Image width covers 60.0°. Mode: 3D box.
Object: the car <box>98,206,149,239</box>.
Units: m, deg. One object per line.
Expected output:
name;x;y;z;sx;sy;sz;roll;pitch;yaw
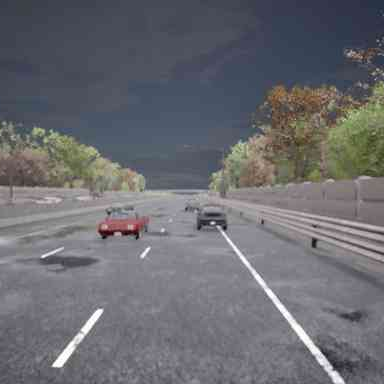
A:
car;-3.402;1.651;17.518;1.895;1.301;4.718;0;0;0

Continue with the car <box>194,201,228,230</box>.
car;1.220;1.571;21.657;1.837;1.490;4.892;0;0;0

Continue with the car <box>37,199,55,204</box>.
car;-24.536;1.804;56.803;1.895;1.301;4.718;0;0;1

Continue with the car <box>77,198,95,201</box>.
car;-17.552;1.729;56.724;1.812;1.442;4.674;0;0;1

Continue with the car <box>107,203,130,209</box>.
car;-6.905;1.709;32.556;1.895;1.301;4.718;0;0;0

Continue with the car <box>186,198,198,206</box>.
car;-0.013;1.786;60.920;1.994;1.385;4.181;0;0;0

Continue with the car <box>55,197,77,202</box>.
car;-21.049;1.696;56.984;2.128;1.511;4.902;0;0;1

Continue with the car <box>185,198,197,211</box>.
car;0.019;1.701;44.254;2.033;1.411;5.357;0;0;1
